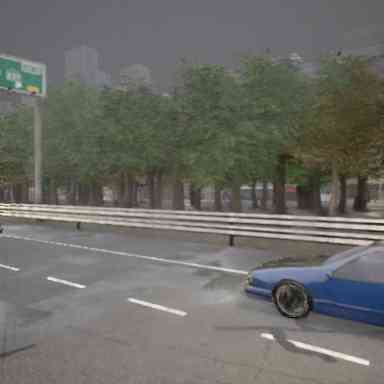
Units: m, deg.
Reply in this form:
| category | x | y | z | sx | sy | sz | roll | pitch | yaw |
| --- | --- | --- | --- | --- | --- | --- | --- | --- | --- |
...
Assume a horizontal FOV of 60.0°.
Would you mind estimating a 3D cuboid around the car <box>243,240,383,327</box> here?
| category | x | y | z | sx | sy | sz | roll | pitch | yaw |
| --- | --- | --- | --- | --- | --- | --- | --- | --- | --- |
| car | 3.602 | 1.548 | 5.598 | 5.357 | 1.411 | 2.033 | 0 | 0 | 36 |

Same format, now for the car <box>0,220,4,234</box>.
| category | x | y | z | sx | sy | sz | roll | pitch | yaw |
| --- | --- | --- | --- | --- | --- | --- | --- | --- | --- |
| car | -11.251 | 1.547 | 16.208 | 5.357 | 1.411 | 2.033 | 0 | 0 | 36 |
